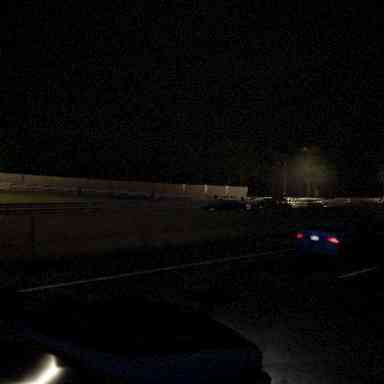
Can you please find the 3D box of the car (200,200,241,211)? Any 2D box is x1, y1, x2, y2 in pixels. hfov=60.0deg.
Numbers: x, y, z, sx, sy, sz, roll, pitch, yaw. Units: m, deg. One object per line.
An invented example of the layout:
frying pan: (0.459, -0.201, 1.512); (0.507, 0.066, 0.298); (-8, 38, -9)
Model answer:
car: (3.019, 1.510, 31.932); (5.008, 1.535, 1.882); (0, 0, -35)

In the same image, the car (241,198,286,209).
car: (7.079, 1.390, 30.526); (4.553, 1.767, 2.097); (0, 0, -35)

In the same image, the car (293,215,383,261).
car: (6.074, 1.563, 12.374); (5.357, 1.411, 2.033); (0, 0, -35)

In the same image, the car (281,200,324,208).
car: (9.990, 1.604, 28.303); (4.181, 1.385, 1.994); (0, 0, -35)

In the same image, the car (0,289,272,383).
car: (-1.841, 1.547, 2.433); (5.357, 1.411, 2.033); (0, 0, -35)
